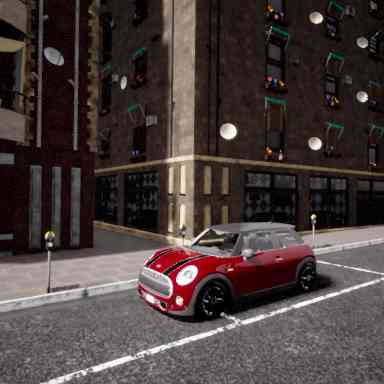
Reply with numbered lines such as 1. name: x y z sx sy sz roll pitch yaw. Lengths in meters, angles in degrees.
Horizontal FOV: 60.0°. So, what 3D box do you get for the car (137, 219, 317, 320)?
1. car: 0.854 1.442 7.300 4.097 1.590 1.967 0 1 -35
